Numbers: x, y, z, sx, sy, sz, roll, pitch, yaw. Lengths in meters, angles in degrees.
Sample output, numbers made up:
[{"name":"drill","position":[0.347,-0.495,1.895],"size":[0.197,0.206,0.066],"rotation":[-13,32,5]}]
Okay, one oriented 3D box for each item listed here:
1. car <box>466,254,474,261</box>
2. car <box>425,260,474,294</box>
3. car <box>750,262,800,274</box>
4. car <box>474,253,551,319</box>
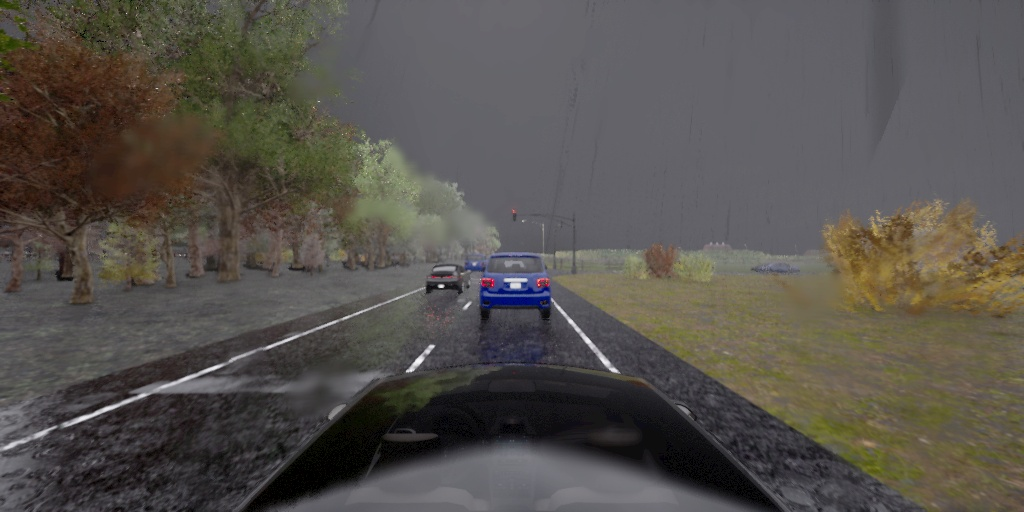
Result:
[{"name":"car","position":[-3.394,0.825,35.022],"size":[2.150,2.045,5.566],"rotation":[0,1,0]},{"name":"car","position":[-3.396,1.176,19.627],"size":[1.837,1.490,4.892],"rotation":[0,1,0]},{"name":"car","position":[33.397,1.515,45.557],"size":[5.357,1.411,2.033],"rotation":[1,-1,0]},{"name":"car","position":[0.101,0.920,12.626],"size":[2.150,2.045,5.566],"rotation":[0,0,0]}]
